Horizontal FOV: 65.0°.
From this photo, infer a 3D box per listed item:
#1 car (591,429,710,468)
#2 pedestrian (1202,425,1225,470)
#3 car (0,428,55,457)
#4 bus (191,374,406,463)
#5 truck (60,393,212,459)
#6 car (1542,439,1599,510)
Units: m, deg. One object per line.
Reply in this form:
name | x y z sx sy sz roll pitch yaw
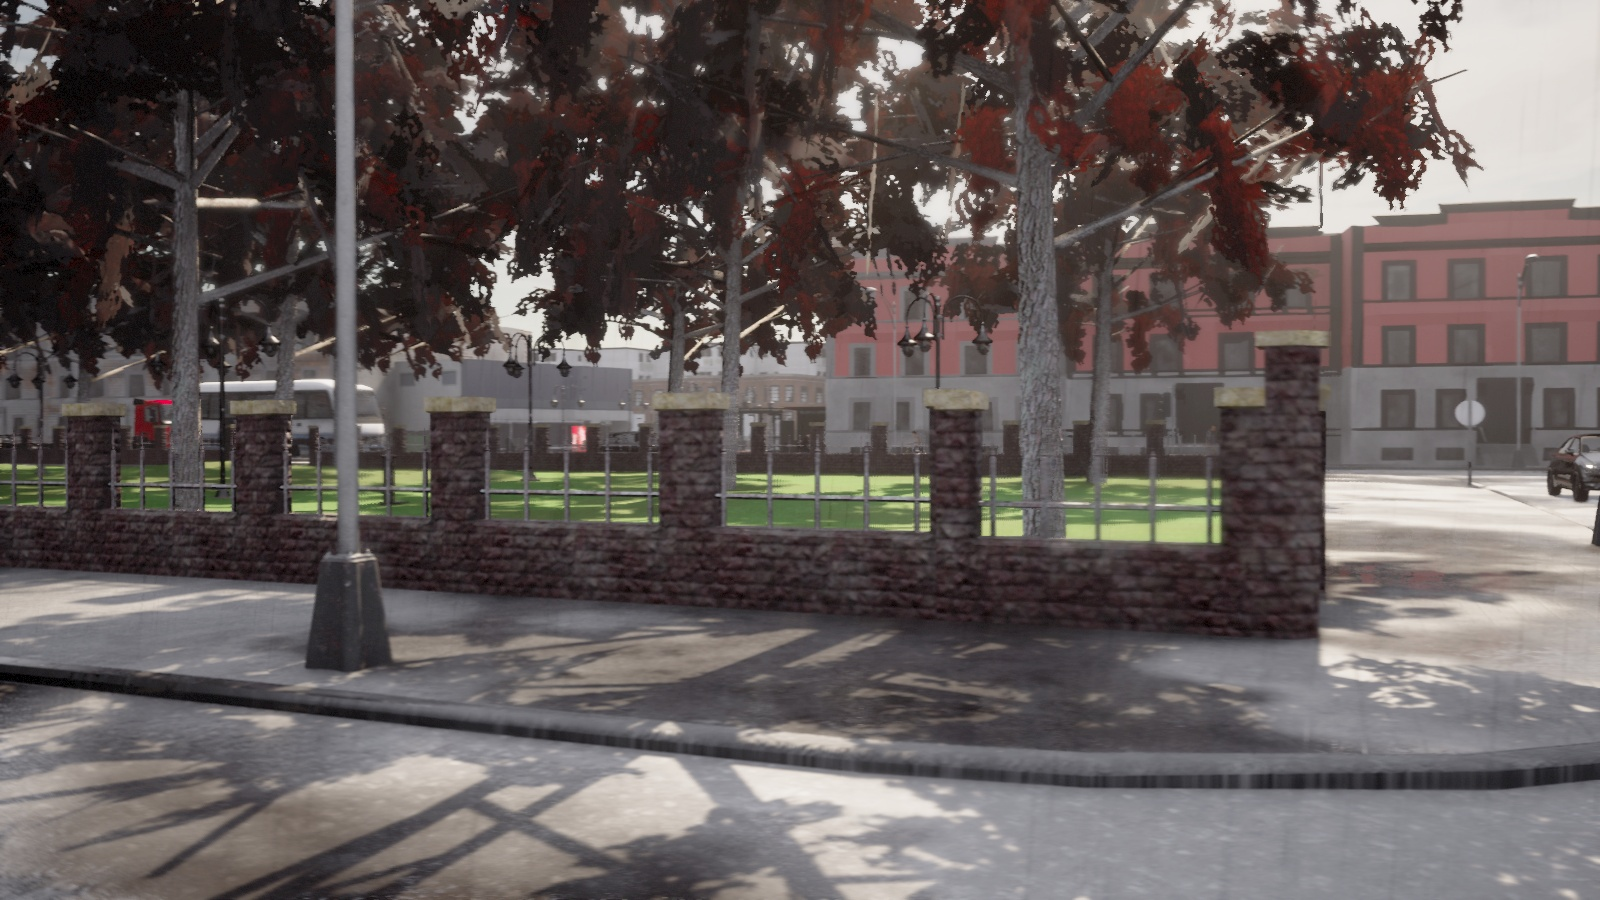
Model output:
car | -6.617 -0.074 55.651 4.856 1.649 2.033 1 1 23
pedestrian | 17.260 -0.106 52.419 0.540 1.848 0.694 0 1 -37
car | -44.695 -0.433 71.735 3.705 1.549 1.789 1 1 23
bus | -25.394 -1.579 63.578 10.273 4.253 3.944 1 1 23
truck | -36.023 -1.296 68.069 7.936 3.462 2.891 1 1 23
car | 18.197 0.514 28.327 1.816 1.474 4.193 1 1 21
